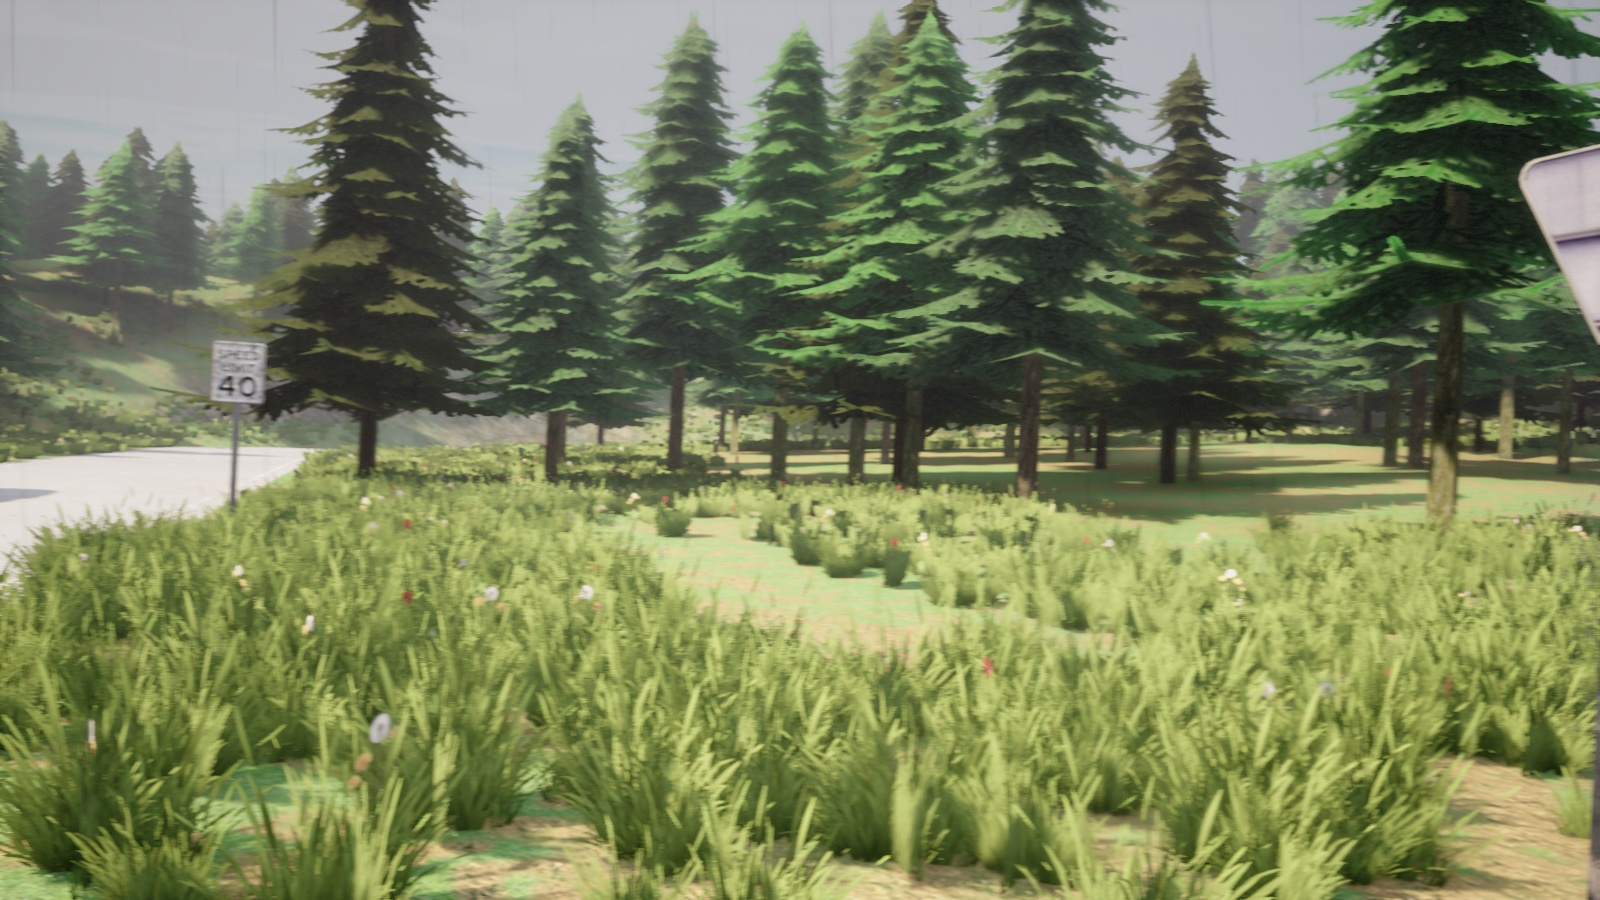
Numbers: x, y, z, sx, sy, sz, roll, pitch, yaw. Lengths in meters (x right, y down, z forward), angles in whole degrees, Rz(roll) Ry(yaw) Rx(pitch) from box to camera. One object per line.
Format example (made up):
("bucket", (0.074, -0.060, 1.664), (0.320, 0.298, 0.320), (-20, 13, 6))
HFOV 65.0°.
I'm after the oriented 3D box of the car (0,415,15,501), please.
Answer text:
("car", (-15.773, 0.142, 22.127), (2.152, 1.651, 5.027), (2, 0, -18))
